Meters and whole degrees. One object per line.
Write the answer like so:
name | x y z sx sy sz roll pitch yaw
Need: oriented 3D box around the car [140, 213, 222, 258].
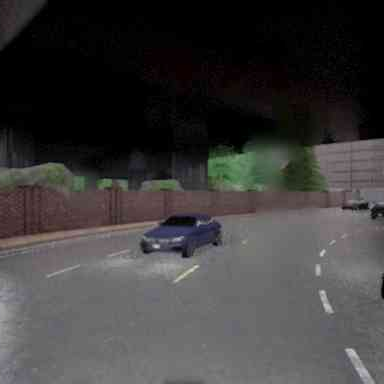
car | -0.217 1.584 13.350 1.812 1.442 4.674 0 0 25

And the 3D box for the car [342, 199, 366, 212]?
car | 20.849 1.679 42.387 5.008 1.535 1.882 0 0 -43

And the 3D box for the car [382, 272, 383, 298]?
car | 4.281 1.514 4.495 2.128 1.511 4.902 0 0 10

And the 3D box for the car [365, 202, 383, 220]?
car | 17.215 1.646 29.036 4.892 1.490 1.837 0 0 -44
